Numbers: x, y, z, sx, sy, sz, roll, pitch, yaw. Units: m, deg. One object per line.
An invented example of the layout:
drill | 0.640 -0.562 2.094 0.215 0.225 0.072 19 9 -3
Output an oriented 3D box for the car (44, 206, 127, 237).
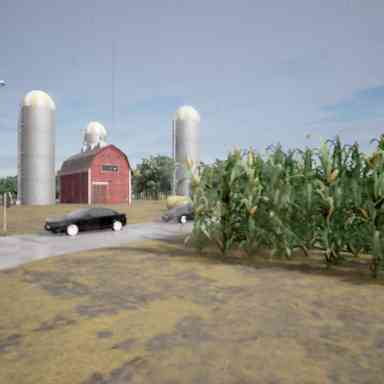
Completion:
car | -6.123 1.627 19.645 1.882 1.535 5.008 1 0 37

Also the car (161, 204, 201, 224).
car | -0.527 1.744 27.323 1.837 1.490 4.892 1 0 36
